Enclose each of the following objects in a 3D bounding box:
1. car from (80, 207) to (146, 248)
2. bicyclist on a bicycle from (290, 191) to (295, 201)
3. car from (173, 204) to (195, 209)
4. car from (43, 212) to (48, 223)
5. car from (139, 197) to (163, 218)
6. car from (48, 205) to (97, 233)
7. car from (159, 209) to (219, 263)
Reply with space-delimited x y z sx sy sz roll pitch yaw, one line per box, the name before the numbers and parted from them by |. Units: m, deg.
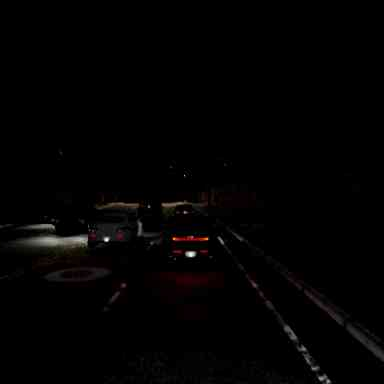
car | -3.401 1.636 15.312 1.812 1.442 4.674 0 0 -1
bicyclist on a bicycle | 15.948 0.683 53.123 0.582 1.620 1.656 -2 -1 -5
car | -0.719 1.786 30.413 2.033 1.411 5.357 0 -1 -3
car | -10.545 1.763 27.720 2.033 1.411 5.357 0 -1 -3
car | -4.154 1.492 33.715 2.150 2.045 5.566 0 -1 -3
car | -7.028 1.635 21.058 1.882 1.535 5.008 0 0 -2
car | -0.082 1.592 12.259 1.837 1.490 4.892 0 0 -1
